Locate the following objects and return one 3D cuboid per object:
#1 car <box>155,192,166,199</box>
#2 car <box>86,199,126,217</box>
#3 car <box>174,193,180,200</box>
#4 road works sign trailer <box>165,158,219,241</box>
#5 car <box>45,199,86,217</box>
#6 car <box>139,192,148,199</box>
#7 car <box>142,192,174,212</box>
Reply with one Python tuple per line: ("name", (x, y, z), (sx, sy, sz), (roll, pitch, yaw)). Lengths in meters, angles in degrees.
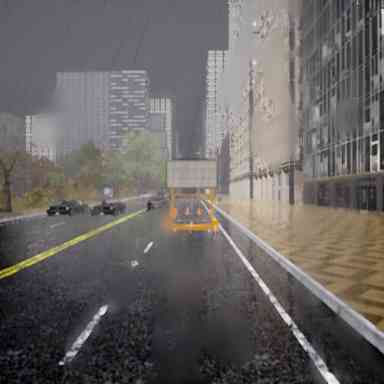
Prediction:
("car", (-6.524, 0.752, 68.766), (1.812, 1.442, 4.674), (0, 1, 0))
("car", (-6.607, 1.247, 26.565), (1.895, 1.301, 4.718), (0, 1, 0))
("car", (-3.170, 0.839, 58.824), (1.812, 1.442, 4.674), (0, 0, 0))
("road works sign trailer", (-0.001, 0.247, 15.415), (2.380, 3.560, 2.880), (0, 1, 0))
("car", (-9.857, 1.247, 26.564), (1.895, 1.301, 4.718), (0, 1, 0))
("car", (-9.773, 0.752, 68.753), (1.812, 1.442, 4.674), (0, 0, 0))
("car", (-3.161, 1.075, 32.065), (2.128, 1.511, 4.902), (0, 0, 0))
